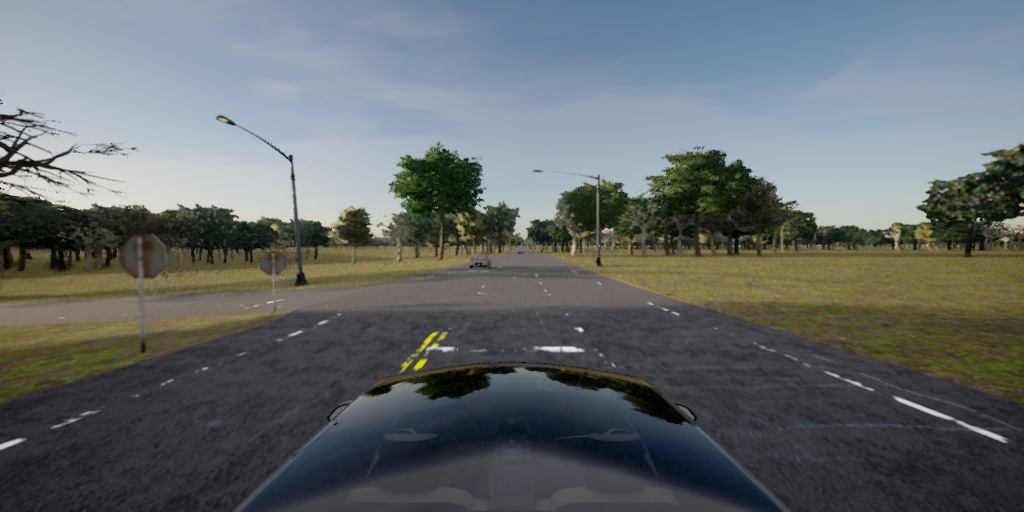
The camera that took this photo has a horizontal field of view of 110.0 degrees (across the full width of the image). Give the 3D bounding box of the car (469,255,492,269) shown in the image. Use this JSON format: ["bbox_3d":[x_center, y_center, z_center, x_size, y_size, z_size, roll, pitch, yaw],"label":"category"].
[{"bbox_3d":[-3.119,0.589,36.170,1.994,1.385,4.181,0,2,2],"label":"car"}]
